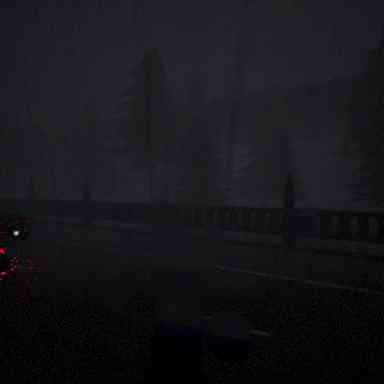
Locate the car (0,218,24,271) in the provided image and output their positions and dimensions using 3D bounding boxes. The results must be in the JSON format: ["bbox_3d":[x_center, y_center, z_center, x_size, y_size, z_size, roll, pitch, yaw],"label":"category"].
[{"bbox_3d":[-6.938,1.454,8.902,5.357,1.411,2.033,1,0,36],"label":"car"}]

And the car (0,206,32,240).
[{"bbox_3d":[-8.984,1.367,14.694,4.892,1.490,1.837,0,0,36],"label":"car"}]
